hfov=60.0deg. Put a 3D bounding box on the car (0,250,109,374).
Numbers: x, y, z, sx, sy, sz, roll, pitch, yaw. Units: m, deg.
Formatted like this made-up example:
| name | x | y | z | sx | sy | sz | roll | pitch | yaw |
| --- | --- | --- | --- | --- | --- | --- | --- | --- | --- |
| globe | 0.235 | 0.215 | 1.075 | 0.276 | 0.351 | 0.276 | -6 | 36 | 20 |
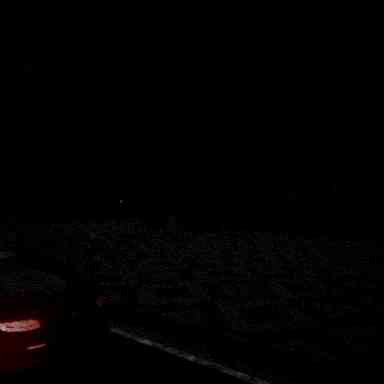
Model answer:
| name | x | y | z | sx | sy | sz | roll | pitch | yaw |
| --- | --- | --- | --- | --- | --- | --- | --- | --- | --- |
| car | -3.054 | 1.571 | 5.142 | 4.206 | 1.307 | 1.802 | 0 | 0 | 36 |
